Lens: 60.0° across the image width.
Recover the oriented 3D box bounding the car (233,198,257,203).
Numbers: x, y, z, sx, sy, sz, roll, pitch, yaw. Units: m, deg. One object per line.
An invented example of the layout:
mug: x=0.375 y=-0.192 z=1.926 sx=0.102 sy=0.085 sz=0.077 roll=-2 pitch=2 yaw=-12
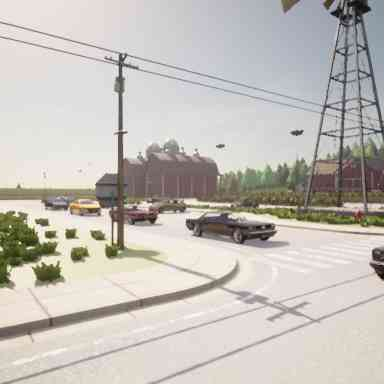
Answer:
car: x=7.060 y=1.516 z=44.266 sx=3.905 sy=1.438 sz=1.784 roll=0 pitch=0 yaw=-36

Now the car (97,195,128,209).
car: x=-11.037 y=1.310 z=46.261 sx=3.866 sy=1.878 sz=1.905 roll=0 pitch=0 yaw=-36

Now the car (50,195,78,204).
car: x=-25.321 y=1.478 z=65.803 sx=4.611 sy=1.667 sz=2.242 roll=0 pitch=0 yaw=-36

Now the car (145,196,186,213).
car: x=-2.622 y=1.503 z=35.712 sx=4.193 sy=1.474 sz=1.816 roll=0 pitch=0 yaw=-36

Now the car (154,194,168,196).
car: x=-6.350 y=1.306 z=62.309 sx=4.605 sy=1.855 sz=1.932 roll=0 pitch=0 yaw=-36

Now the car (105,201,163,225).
car: x=-4.348 y=1.599 z=24.312 sx=1.895 sy=1.301 sz=4.718 roll=0 pitch=0 yaw=-36

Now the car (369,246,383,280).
car: x=6.666 y=1.599 z=8.745 sx=4.718 sy=1.301 sz=1.895 roll=0 pitch=0 yaw=-35

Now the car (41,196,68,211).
car: x=-16.907 y=1.546 z=41.348 sx=2.033 sy=1.411 sz=5.357 roll=0 pitch=0 yaw=-36

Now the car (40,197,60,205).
car: x=-25.154 y=1.546 z=58.654 sx=2.033 sy=1.411 sz=5.357 roll=0 pitch=0 yaw=-36

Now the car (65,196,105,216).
car: x=-10.542 y=1.476 z=32.691 sx=1.882 sy=1.535 sz=5.008 roll=0 pitch=0 yaw=-36

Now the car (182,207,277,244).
car: x=1.757 y=1.599 z=16.080 sx=1.895 sy=1.301 sz=4.718 roll=0 pitch=0 yaw=-37
